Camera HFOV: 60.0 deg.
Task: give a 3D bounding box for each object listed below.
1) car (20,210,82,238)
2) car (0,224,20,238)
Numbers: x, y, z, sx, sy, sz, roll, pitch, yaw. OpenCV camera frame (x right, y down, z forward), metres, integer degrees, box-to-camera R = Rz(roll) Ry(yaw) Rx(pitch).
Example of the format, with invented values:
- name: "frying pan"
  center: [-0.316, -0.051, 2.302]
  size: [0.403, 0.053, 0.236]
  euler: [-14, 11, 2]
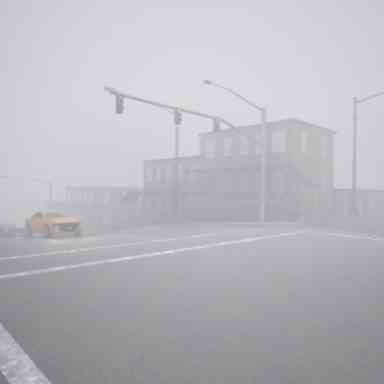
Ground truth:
- name: "car"
  center: [-8.199, 1.819, 19.558]
  size: [1.882, 1.535, 5.008]
  euler: [0, -4, -42]
- name: "car"
  center: [-14.856, 3.290, 26.841]
  size: [2.033, 1.411, 5.357]
  euler: [0, -11, -42]
